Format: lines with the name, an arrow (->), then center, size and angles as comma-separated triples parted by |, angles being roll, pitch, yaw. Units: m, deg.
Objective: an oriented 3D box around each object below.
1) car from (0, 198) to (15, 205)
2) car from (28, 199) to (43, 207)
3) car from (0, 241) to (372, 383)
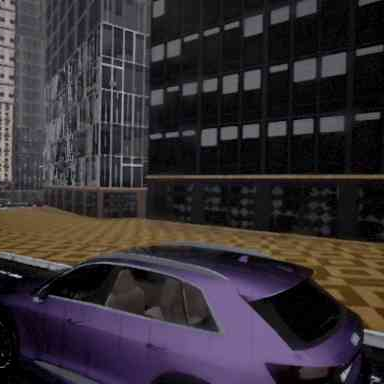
car -> -36.423, 1.763, 63.661 | 4.403, 1.369, 2.008 | 1, 1, -34
car -> -27.295, 1.998, 60.363 | 4.507, 1.381, 1.887 | 1, 1, -34
car -> -0.591, 1.431, 3.983 | 4.856, 1.649, 2.033 | 0, 0, 35
